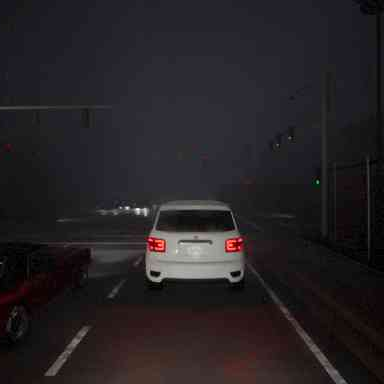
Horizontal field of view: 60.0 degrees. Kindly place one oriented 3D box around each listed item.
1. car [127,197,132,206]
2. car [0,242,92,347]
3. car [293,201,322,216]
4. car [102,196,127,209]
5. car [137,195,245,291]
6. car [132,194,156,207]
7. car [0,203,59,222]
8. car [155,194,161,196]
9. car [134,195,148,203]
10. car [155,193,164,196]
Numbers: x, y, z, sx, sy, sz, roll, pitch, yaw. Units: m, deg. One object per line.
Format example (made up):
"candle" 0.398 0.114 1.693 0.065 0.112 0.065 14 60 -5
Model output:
"car" -10.525 1.491 53.818 2.128 1.511 4.902 0 0 0
"car" -3.435 1.601 6.249 1.895 1.301 4.718 0 0 1
"car" 12.406 1.581 32.742 4.674 1.442 1.812 0 0 -2
"car" -10.540 1.352 44.665 2.097 1.767 4.553 0 0 0
"car" 0.083 1.221 9.175 2.150 2.045 5.566 0 0 0
"car" -7.027 1.491 49.056 2.128 1.511 4.902 0 0 0
"car" -13.502 1.588 26.276 5.357 1.411 2.033 0 0 -12
"car" -7.005 1.525 58.315 1.812 1.442 4.674 0 0 0
"car" -10.422 1.492 68.155 2.128 1.511 4.902 0 0 0
"car" -6.916 1.221 69.028 2.150 2.045 5.566 0 0 0
